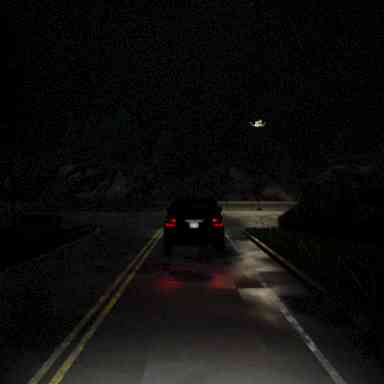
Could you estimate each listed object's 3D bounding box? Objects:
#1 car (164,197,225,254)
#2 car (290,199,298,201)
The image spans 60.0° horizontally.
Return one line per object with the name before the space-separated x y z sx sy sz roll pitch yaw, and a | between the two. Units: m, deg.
car | 0.084 1.212 13.610 2.150 2.045 5.566 0 -1 0
car | 19.897 1.664 59.748 4.902 1.511 2.128 0 0 0
